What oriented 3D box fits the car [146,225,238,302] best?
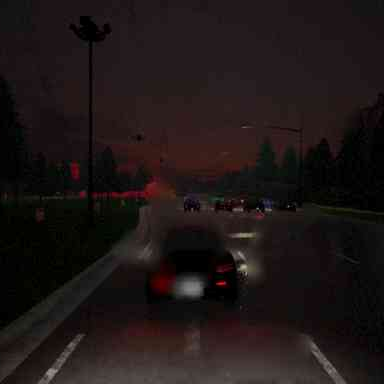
[{"bbox_3d":[0.004,1.526,8.141,1.812,1.442,4.674,0,0,0],"label":"car"}]

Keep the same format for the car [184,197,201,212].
[{"bbox_3d":[0.019,1.601,38.382,1.895,1.301,4.718,0,0,0],"label":"car"}]

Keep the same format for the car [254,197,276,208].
[{"bbox_3d":[10.524,1.547,48.347,2.033,1.411,5.357,0,0,0],"label":"car"}]

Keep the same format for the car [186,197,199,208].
[{"bbox_3d":[0.024,1.526,48.394,1.812,1.442,4.674,0,0,0],"label":"car"}]

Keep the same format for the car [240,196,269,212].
[{"bbox_3d":[7.018,1.505,37.932,1.837,1.490,4.892,0,0,0],"label":"car"}]

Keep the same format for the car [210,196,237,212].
[{"bbox_3d":[3.518,1.492,37.933,2.128,1.511,4.902,0,0,0],"label":"car"}]

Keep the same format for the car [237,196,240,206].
[{"bbox_3d":[7.023,1.352,48.319,2.097,1.767,4.553,0,0,0],"label":"car"}]

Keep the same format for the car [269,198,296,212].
[{"bbox_3d":[10.519,1.564,38.346,1.994,1.385,4.181,0,0,0],"label":"car"}]

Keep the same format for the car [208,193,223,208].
[{"bbox_3d":[3.524,1.221,48.380,2.150,2.045,5.566,0,0,0],"label":"car"}]
